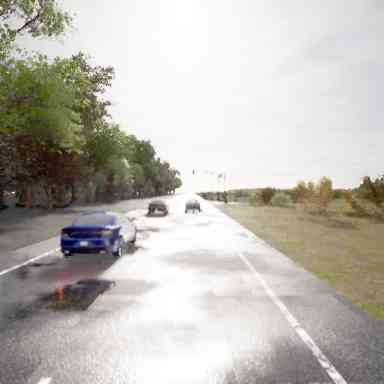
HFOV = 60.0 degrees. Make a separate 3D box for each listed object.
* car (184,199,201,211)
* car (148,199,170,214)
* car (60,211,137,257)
[{"bbox_3d":[0.104,1.507,39.145,2.033,1.411,5.357,0,0,0],"label":"car"},{"bbox_3d":[-3.394,1.471,34.219,1.837,1.490,4.892,0,0,0],"label":"car"},{"bbox_3d":[-3.398,1.468,12.926,1.882,1.535,5.008,0,0,0],"label":"car"}]
